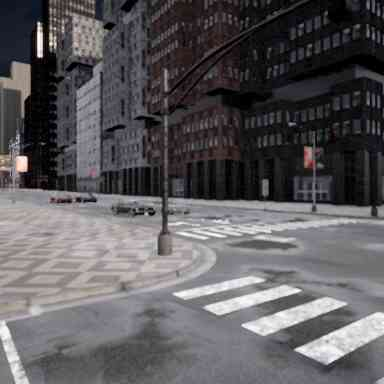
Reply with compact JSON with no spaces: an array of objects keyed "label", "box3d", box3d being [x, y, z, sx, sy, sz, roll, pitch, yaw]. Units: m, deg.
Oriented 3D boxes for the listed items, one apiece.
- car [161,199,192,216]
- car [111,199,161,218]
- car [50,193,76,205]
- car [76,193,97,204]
[{"label":"car","box3d":[-1.994,1.265,28.029,1.895,1.301,4.718,0,1,-36]},{"label":"car","box3d":[-4.628,1.274,26.125,1.895,1.301,4.718,0,1,-36]},{"label":"car","box3d":[-17.152,0.840,43.549,1.882,1.535,5.008,0,1,-35]},{"label":"car","box3d":[-14.542,0.831,45.488,1.882,1.535,5.008,0,1,-35]}]
